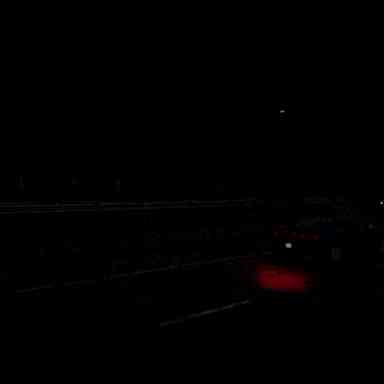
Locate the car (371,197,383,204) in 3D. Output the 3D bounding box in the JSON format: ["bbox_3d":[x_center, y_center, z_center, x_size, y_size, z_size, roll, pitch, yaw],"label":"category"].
[{"bbox_3d":[29.241,1.555,50.557,5.008,1.535,1.882,0,0,-35],"label":"car"}]

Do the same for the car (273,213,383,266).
[{"bbox_3d":[5.008,1.485,11.678,5.008,1.535,1.882,0,0,-35],"label":"car"}]
